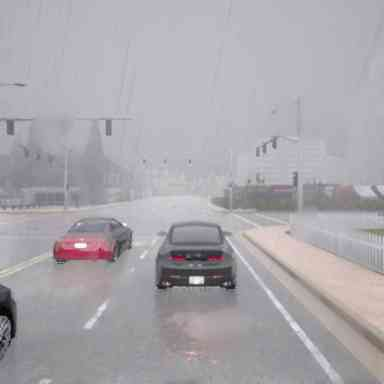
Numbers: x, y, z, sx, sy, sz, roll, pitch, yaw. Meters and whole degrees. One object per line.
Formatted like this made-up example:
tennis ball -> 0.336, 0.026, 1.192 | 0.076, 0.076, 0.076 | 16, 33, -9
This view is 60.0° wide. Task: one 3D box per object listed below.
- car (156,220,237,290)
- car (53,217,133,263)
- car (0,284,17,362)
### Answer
car -> 0.092, 1.547, 9.210 | 1.837, 1.490, 4.892 | 0, 0, 0
car -> -3.411, 1.618, 12.185 | 1.994, 1.385, 4.181 | 0, 0, 0
car -> -3.406, 1.505, 2.813 | 2.128, 1.511, 4.902 | 0, 0, 0
